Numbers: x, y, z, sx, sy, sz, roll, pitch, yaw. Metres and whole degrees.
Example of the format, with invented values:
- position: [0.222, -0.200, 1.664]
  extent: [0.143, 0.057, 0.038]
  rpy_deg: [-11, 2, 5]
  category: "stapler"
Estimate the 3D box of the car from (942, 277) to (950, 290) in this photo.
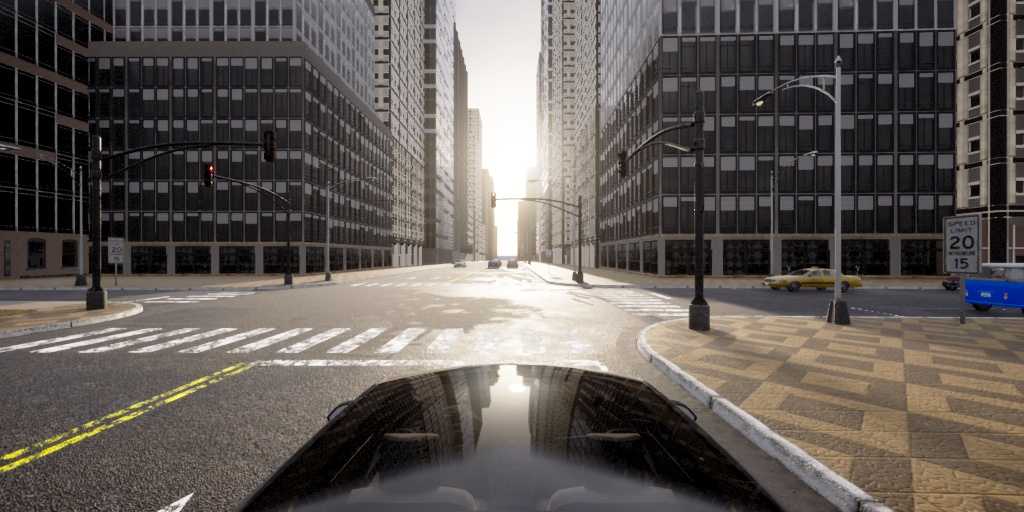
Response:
- position: [26.947, 1.356, 20.114]
  extent: [4.207, 1.307, 1.802]
  rpy_deg: [0, 0, 2]
  category: "car"

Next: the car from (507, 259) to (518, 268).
- position: [0.084, 1.425, 63.635]
  extent: [1.994, 1.385, 4.181]
  rpy_deg: [0, 0, 0]
  category: "car"

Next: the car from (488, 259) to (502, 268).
- position: [-3.167, 1.336, 62.806]
  extent: [1.882, 1.535, 5.008]
  rpy_deg: [0, 0, 0]
  category: "car"

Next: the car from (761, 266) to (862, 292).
- position: [17.113, 1.293, 20.612]
  extent: [4.829, 1.417, 1.751]
  rpy_deg: [0, 0, 2]
  category: "car"

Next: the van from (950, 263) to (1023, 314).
- position: [18.373, 1.119, 12.438]
  extent: [3.998, 1.789, 1.690]
  rpy_deg: [0, 0, 2]
  category: "van"
